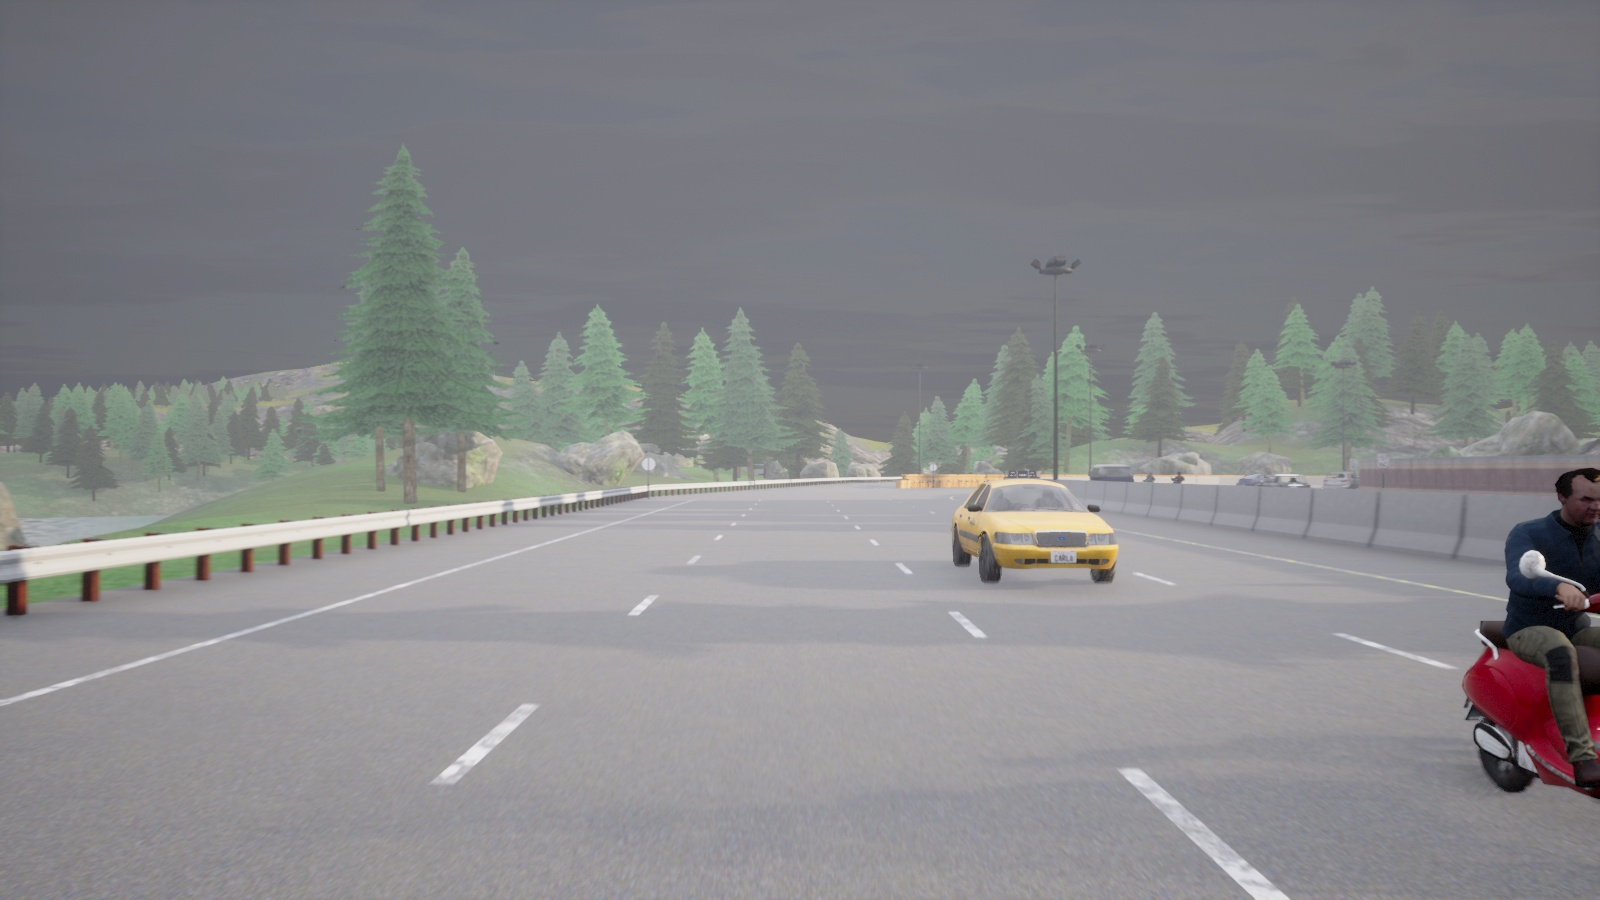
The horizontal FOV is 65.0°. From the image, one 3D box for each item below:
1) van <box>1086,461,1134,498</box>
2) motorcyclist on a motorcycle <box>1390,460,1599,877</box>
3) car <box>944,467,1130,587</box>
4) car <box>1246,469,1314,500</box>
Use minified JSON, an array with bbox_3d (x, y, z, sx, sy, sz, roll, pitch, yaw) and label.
[{"bbox_3d":[17.350,1.655,70.412,1.775,1.987,4.442,0,-1,3],"label":"van"},{"bbox_3d":[3.485,0.845,5.561,0.866,1.590,1.817,0,-1,0],"label":"motorcyclist on a motorcycle"},{"bbox_3d":[3.431,1.056,19.253,1.801,1.575,5.366,0,-1,0],"label":"car"},{"bbox_3d":[24.200,1.727,63.480,1.970,1.475,3.806,0,-1,0],"label":"car"}]
